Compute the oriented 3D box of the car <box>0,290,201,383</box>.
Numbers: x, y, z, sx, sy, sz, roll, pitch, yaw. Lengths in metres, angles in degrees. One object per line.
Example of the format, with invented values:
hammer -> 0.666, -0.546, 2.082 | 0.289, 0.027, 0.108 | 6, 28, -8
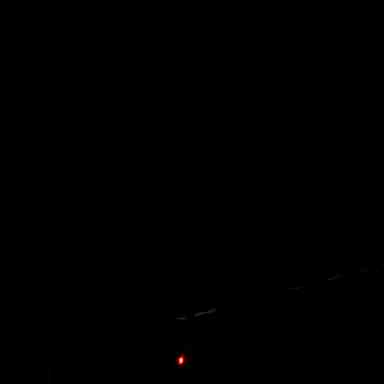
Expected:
car -> -2.494, 1.548, 2.218 | 5.357, 1.411, 2.033 | 0, 0, -35
